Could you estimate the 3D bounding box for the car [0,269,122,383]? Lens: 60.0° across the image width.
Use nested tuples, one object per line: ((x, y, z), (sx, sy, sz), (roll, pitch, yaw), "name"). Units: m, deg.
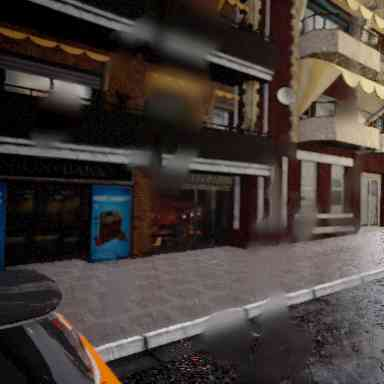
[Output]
((-2.480, 1.351, 1.303), (4.553, 1.767, 2.097), (0, 0, -36), "car")
